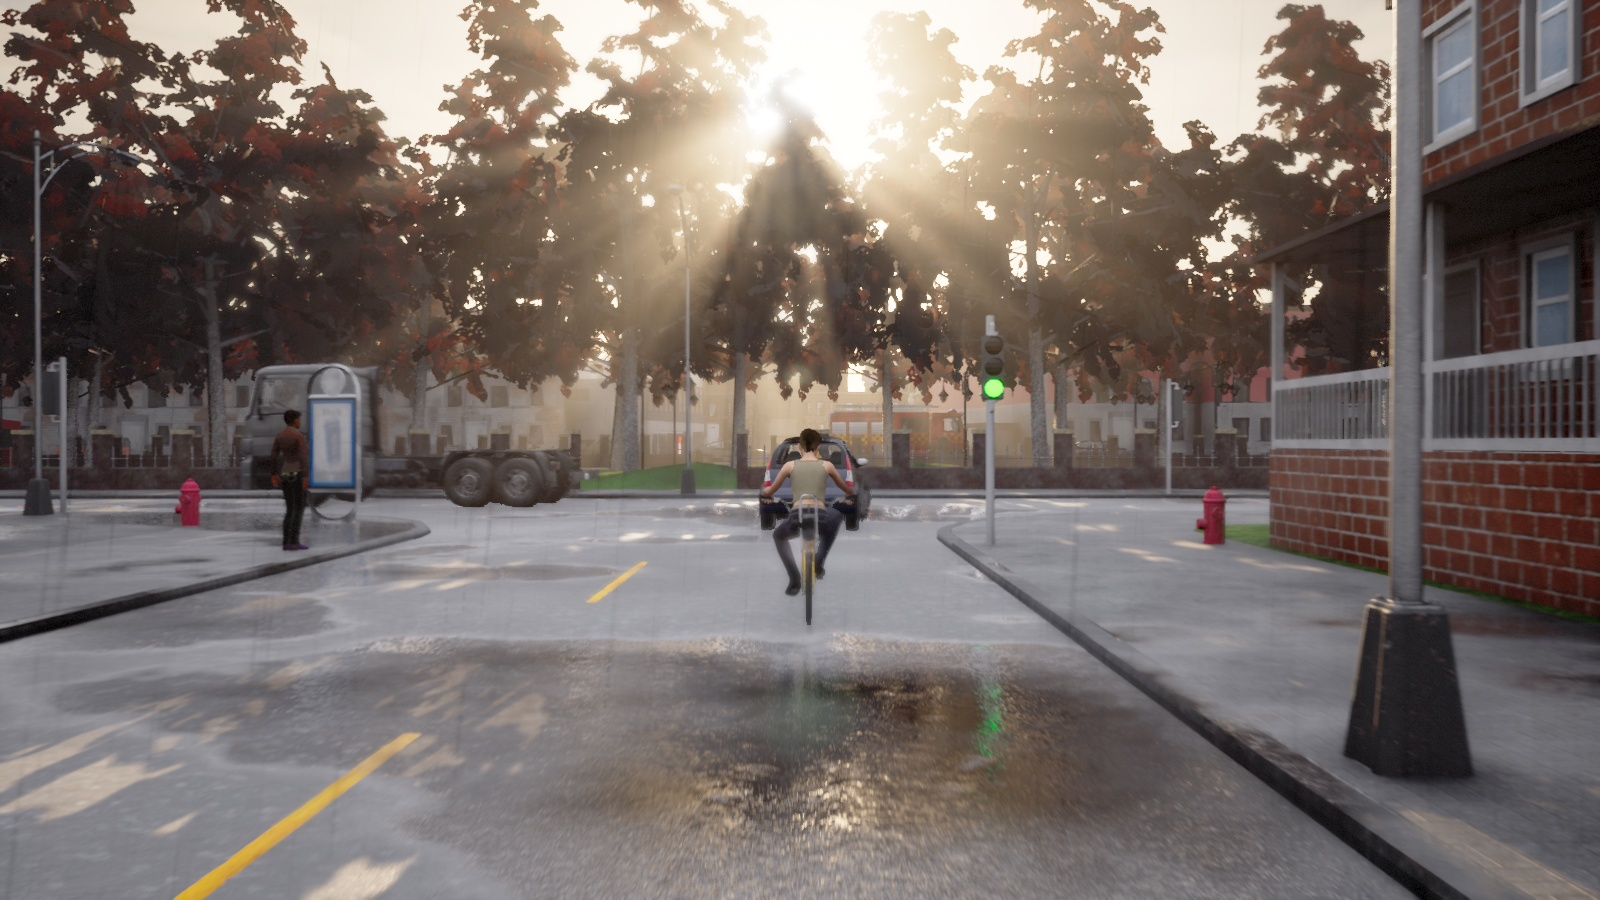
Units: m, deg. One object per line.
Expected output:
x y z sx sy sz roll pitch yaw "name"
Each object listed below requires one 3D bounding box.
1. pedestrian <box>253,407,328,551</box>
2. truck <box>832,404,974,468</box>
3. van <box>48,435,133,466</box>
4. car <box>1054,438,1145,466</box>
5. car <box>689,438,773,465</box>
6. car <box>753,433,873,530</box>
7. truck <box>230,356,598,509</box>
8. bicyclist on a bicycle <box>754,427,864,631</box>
-6.570 0.359 16.211 0.328 1.805 0.869 0 0 30 "pedestrian"
6.195 -0.845 76.686 8.468 3.827 2.891 0 0 0 "truck"
-45.671 0.007 80.894 4.442 1.987 1.775 0 0 0 "van"
18.231 0.108 76.634 5.027 1.651 2.152 0 0 0 "car"
-4.194 0.089 76.743 5.027 1.651 2.152 0 0 1 "car"
0.325 0.515 23.010 1.851 1.617 3.988 0 0 6 "car"
-9.116 -0.413 30.211 7.936 3.462 2.891 0 0 4 "truck"
0.075 0.623 10.683 0.866 1.612 1.509 0 0 0 "bicyclist on a bicycle"
